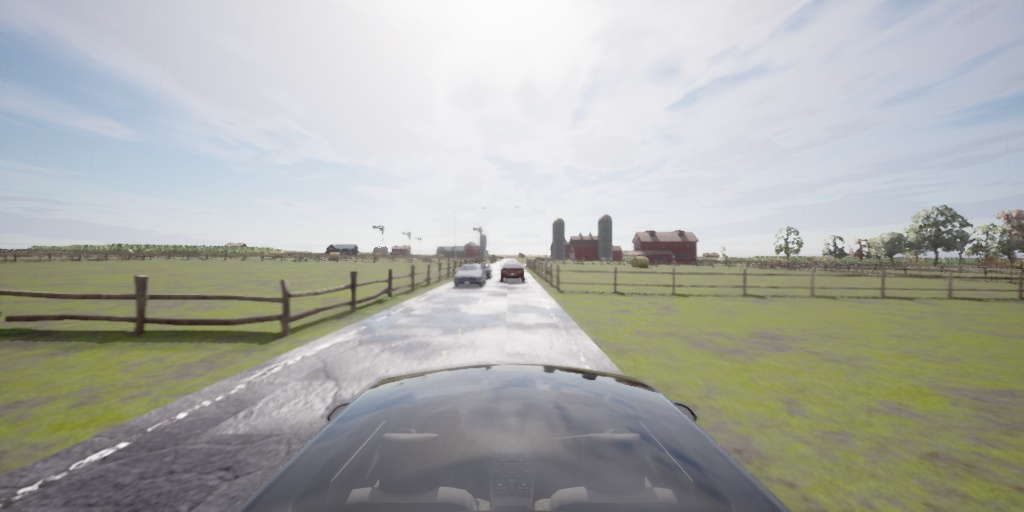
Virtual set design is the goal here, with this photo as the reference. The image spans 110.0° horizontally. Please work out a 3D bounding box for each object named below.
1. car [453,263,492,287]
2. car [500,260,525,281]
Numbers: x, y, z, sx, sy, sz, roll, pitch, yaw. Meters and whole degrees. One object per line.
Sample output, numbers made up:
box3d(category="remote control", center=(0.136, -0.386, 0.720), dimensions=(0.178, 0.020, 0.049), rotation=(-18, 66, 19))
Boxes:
box3d(category="car", center=(-2.738, 1.264, 24.559), dimensions=(2.033, 1.411, 5.357), rotation=(0, 0, 0))
box3d(category="car", center=(0.047, 1.188, 29.139), dimensions=(1.882, 1.535, 5.008), rotation=(0, 0, 1))
